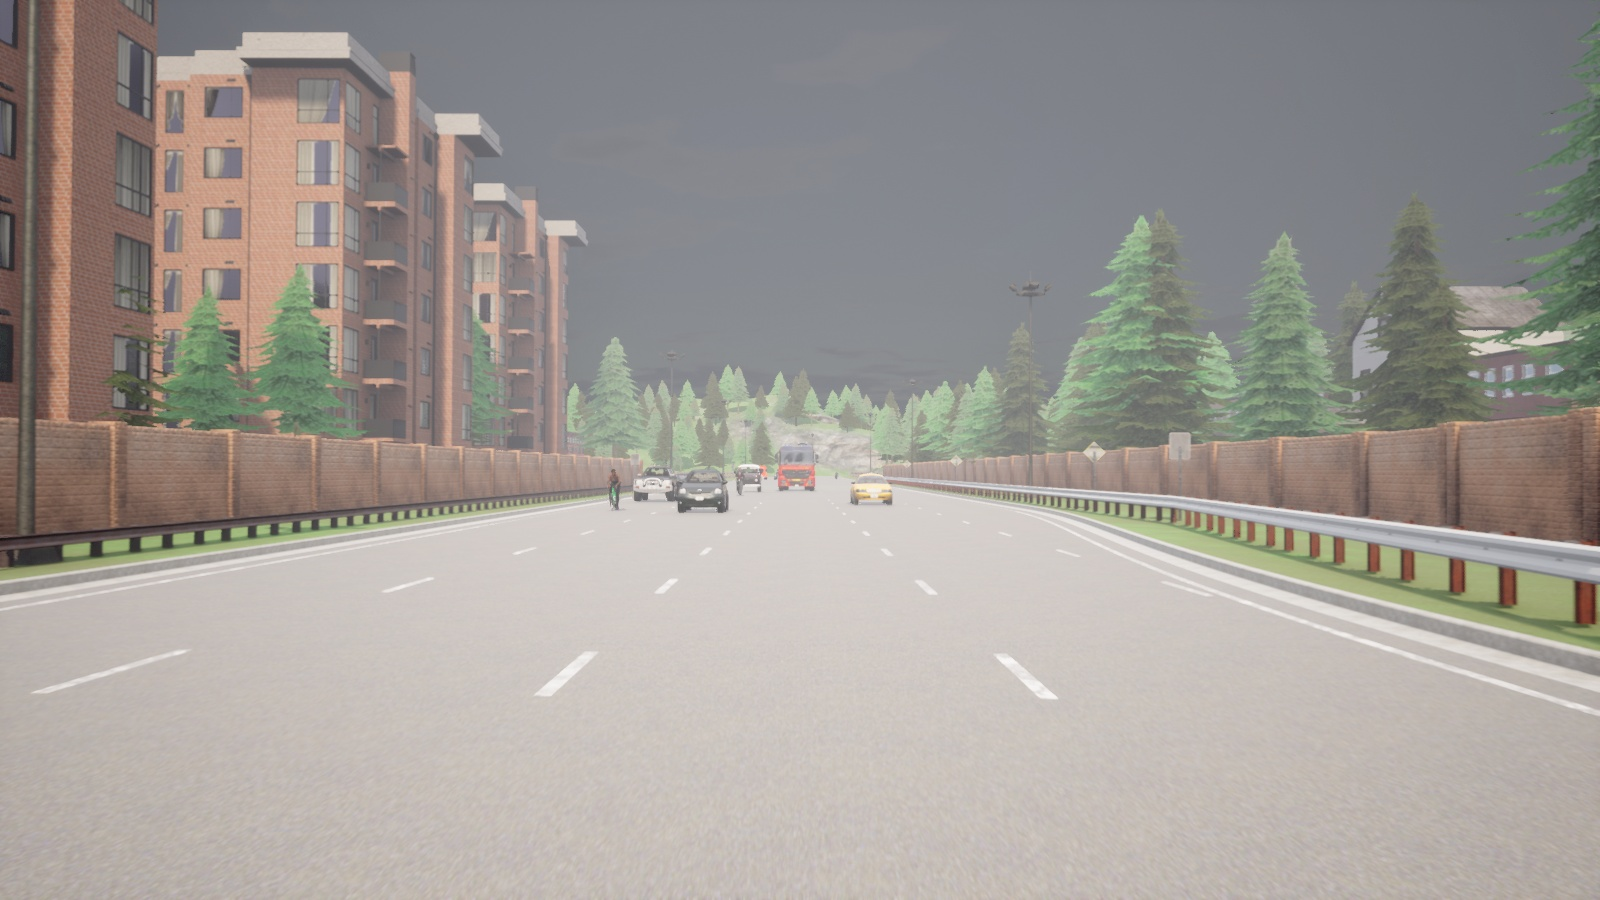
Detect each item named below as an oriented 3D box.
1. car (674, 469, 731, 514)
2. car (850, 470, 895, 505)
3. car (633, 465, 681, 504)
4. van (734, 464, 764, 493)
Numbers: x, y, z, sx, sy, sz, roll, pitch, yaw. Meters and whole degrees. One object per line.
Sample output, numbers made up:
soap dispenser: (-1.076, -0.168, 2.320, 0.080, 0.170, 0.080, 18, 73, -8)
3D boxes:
car: (-3.615, 1.519, 47.245, 1.851, 1.617, 3.988, 0, -1, 0)
car: (3.356, 1.731, 59.139, 1.801, 1.575, 5.366, 0, -1, 0)
car: (-7.154, 1.720, 63.142, 1.932, 1.855, 4.605, 0, -1, 0)
van: (-3.724, 2.097, 92.107, 2.069, 2.038, 4.480, 0, -1, 0)
